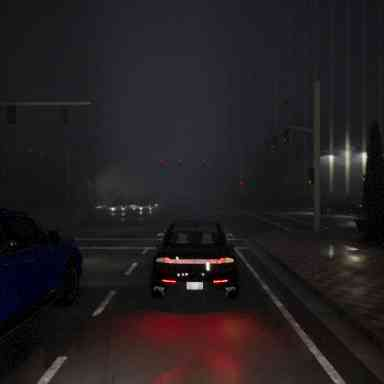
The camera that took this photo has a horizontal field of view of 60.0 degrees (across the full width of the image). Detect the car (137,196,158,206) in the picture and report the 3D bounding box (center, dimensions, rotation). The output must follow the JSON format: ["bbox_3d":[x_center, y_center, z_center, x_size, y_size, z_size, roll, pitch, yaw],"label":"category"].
[{"bbox_3d":[-7.178,1.504,53.999,1.837,1.490,4.892,0,0,0],"label":"car"}]

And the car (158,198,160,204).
[{"bbox_3d":[-7.164,1.563,62.908,1.994,1.385,4.181,0,0,0],"label":"car"}]

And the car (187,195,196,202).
[{"bbox_3d":[-0.128,1.428,75.523,1.837,1.490,4.892,0,0,0],"label":"car"}]

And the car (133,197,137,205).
[{"bbox_3d":[-10.670,1.600,59.340,1.895,1.301,4.718,0,0,0],"label":"car"}]

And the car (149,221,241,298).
[{"bbox_3d":[0.079,1.491,8.477,2.128,1.511,4.902,0,0,1],"label":"car"}]

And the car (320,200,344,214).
[{"bbox_3d":[15.234,1.563,34.904,4.181,1.385,1.994,0,0,-1],"label":"car"}]

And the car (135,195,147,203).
[{"bbox_3d":[-10.618,1.476,69.782,1.882,1.535,5.008,0,0,0],"label":"car"}]

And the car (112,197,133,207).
[{"bbox_3d":[-10.683,1.525,50.231,1.812,1.442,4.674,0,0,0],"label":"car"}]

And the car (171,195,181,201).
[{"bbox_3d":[-3.629,1.338,76.057,1.812,1.442,4.674,0,0,0],"label":"car"}]

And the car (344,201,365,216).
[{"bbox_3d":[17.482,1.504,31.430,4.892,1.490,1.837,0,0,-1],"label":"car"}]

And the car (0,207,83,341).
[{"bbox_3d":[-3.450,1.221,4.845,2.150,2.045,5.566,0,0,1],"label":"car"}]
